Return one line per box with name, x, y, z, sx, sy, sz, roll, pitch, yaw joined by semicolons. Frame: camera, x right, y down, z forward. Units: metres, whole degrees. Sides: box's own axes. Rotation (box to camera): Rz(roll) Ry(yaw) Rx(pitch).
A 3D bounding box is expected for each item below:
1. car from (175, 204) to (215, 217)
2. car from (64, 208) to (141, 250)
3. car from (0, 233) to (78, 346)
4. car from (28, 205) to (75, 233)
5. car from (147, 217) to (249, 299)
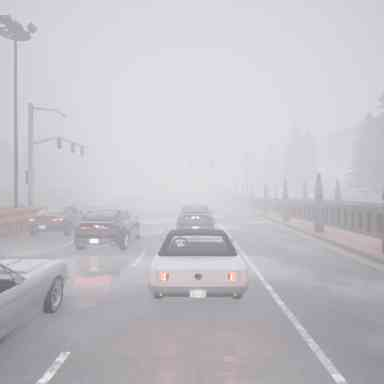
car;0.182;1.388;17.536;1.837;1.490;4.892;0;0;0
car;-3.341;1.415;13.813;1.837;1.490;4.892;0;0;0
car;-3.386;1.577;4.586;1.895;1.301;4.718;0;0;0
car;-6.847;1.410;17.441;1.812;1.442;4.674;0;0;-1
car;0.129;1.551;8.276;1.895;1.301;4.718;0;0;0
